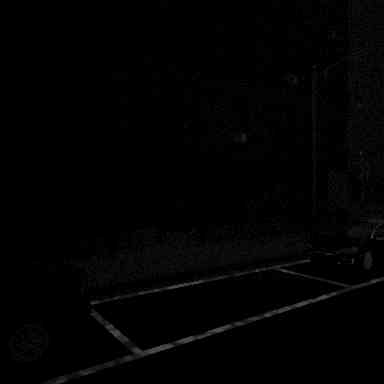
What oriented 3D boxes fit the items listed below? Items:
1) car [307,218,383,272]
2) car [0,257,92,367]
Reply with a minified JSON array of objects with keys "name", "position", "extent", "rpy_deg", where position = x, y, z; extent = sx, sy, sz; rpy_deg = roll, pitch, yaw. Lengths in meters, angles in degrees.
[{"name":"car","position":[5.506,1.551,10.693],"extent":[4.403,1.369,2.008],"rpy_deg":[0,0,-36]},{"name":"car","position":[-3.606,1.544,4.194],"extent":[4.507,1.381,1.887],"rpy_deg":[0,0,-35]}]
